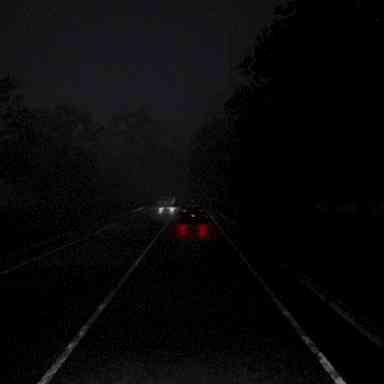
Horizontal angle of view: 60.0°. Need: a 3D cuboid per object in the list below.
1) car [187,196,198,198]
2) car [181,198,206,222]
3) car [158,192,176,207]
[{"bbox_3d":[0.082,1.236,42.416,2.097,1.767,4.553,0,0,0],"label":"car"},{"bbox_3d":[0.087,1.494,26.119,1.812,1.442,4.674,0,0,0],"label":"car"},{"bbox_3d":[-3.544,1.067,48.022,2.150,2.045,5.566,0,0,0],"label":"car"}]
